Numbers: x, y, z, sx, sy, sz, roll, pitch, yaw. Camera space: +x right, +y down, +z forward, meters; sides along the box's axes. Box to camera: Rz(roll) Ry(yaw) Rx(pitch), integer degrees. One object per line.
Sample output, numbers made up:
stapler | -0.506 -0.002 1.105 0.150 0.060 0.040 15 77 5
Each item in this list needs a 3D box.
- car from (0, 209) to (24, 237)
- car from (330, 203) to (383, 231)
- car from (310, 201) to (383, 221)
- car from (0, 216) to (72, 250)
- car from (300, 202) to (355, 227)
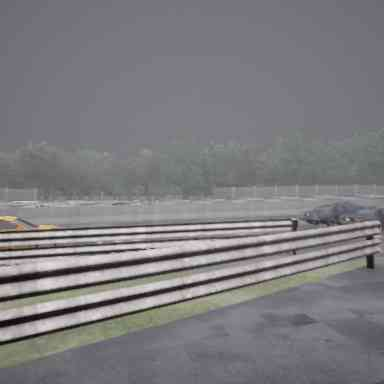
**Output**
car | -12.484 1.837 19.228 4.674 1.442 1.812 -1 0 -17
car | 11.062 1.528 19.248 5.357 1.411 2.033 -1 0 -17
car | 12.552 1.502 27.048 5.357 1.411 2.033 -1 0 -17
car | -7.530 1.724 13.442 5.008 1.535 1.882 -1 0 -17
car | 10.018 1.540 22.590 5.357 1.411 2.033 -1 0 -17
